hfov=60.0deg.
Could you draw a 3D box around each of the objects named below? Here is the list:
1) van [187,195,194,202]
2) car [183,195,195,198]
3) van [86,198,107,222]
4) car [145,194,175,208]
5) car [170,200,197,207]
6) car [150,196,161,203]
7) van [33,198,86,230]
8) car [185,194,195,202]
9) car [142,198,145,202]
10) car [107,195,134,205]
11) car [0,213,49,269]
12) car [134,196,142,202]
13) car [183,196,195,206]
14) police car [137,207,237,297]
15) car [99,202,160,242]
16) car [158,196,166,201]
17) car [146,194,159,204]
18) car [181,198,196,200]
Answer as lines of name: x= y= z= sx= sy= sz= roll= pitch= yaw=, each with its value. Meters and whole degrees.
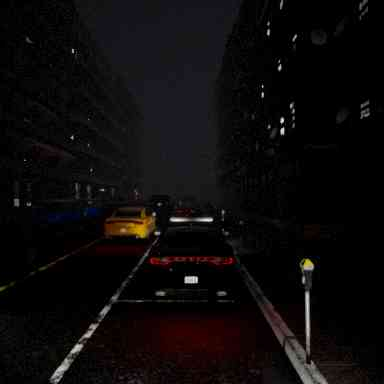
van: x=-0.475 y=1.575 z=87.068 sx=1.690 sy=1.788 sz=3.998 roll=1 pitch=0 yaw=0
car: x=-0.429 y=1.490 z=37.286 sx=1.967 sy=1.590 sz=4.097 roll=1 pitch=0 yaw=0
van: x=-8.314 y=1.368 z=26.285 sx=1.690 sy=1.788 sz=3.998 roll=1 pitch=0 yaw=0
car: x=-3.023 y=1.263 z=33.741 sx=2.150 sy=2.045 sz=5.566 roll=0 pitch=0 yaw=0
car: x=-0.438 y=1.572 z=26.224 sx=1.887 sy=1.381 sz=4.507 roll=1 pitch=0 yaw=0
car: x=-8.325 y=1.725 z=76.058 sx=1.887 sy=1.381 sz=4.507 roll=1 pitch=0 yaw=0
van: x=-8.313 y=1.359 z=20.753 sx=1.690 sy=1.788 sz=3.998 roll=2 pitch=0 yaw=0
car: x=-0.474 y=1.521 z=81.536 sx=2.192 sy=1.841 sz=5.009 roll=1 pitch=0 yaw=0
car: x=-8.322 y=1.660 z=53.938 sx=1.947 sy=1.339 sz=4.313 roll=1 pitch=0 yaw=0
car: x=-8.314 y=1.365 z=37.346 sx=2.192 sy=1.841 sz=5.009 roll=1 pitch=0 yaw=0
car: x=-5.871 y=1.531 z=9.036 sx=1.812 sy=1.442 sz=4.674 roll=0 pitch=0 yaw=0
car: x=-8.315 y=1.379 z=42.875 sx=2.192 sy=1.841 sz=5.009 roll=1 pitch=0 yaw=0
car: x=-0.474 y=1.553 z=59.411 sx=1.967 sy=1.590 sz=4.097 roll=1 pitch=0 yaw=0
police car: x=-0.013 y=1.430 z=8.763 sx=1.930 sy=1.638 sz=5.238 roll=0 pitch=0 yaw=0
car: x=-2.921 y=1.490 z=16.624 sx=1.882 sy=1.535 sz=5.008 roll=0 pitch=0 yaw=0
car: x=-8.327 y=1.847 z=92.652 sx=1.802 sy=1.307 sz=4.206 roll=1 pitch=0 yaw=0
car: x=-8.318 y=1.471 z=70.528 sx=2.192 sy=1.841 sz=5.009 roll=1 pitch=0 yaw=0
car: x=-0.439 y=1.582 z=31.754 sx=1.887 sy=1.381 sz=4.507 roll=1 pitch=0 yaw=0
